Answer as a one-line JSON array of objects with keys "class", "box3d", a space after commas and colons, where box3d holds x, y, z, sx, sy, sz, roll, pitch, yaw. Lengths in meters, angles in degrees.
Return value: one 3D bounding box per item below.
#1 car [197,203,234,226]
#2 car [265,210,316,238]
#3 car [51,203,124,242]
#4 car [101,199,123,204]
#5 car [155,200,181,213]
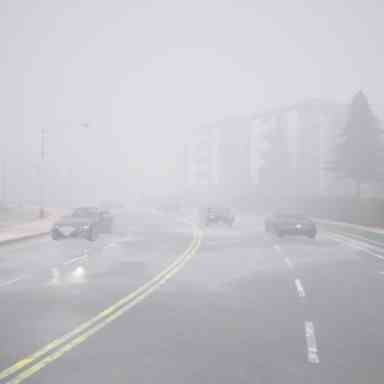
[{"class": "car", "box3d": [1.698, 1.740, 24.681, 1.895, 1.301, 4.718, 1, 0, -6]}, {"class": "car", "box3d": [5.422, 1.714, 18.734, 1.994, 1.385, 4.181, 1, 0, 1]}, {"class": "car", "box3d": [-5.221, 1.516, 16.584, 2.128, 1.511, 4.902, 1, 0, 2]}, {"class": "car", "box3d": [-11.105, 1.694, 46.041, 1.994, 1.385, 4.181, 1, 0, -39]}, {"class": "car", "box3d": [-2.922, 1.657, 39.533, 2.128, 1.511, 4.902, 1, 0, -26]}]
